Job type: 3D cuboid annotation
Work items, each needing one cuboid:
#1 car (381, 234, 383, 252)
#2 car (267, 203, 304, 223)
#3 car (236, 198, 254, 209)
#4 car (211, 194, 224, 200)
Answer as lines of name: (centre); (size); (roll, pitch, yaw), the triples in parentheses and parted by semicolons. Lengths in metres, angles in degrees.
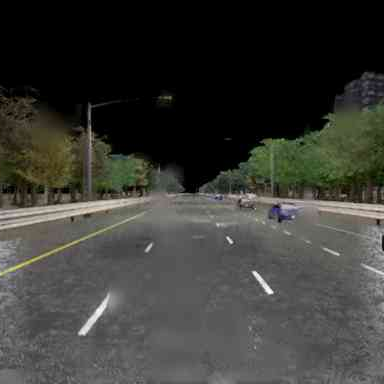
car: (7.002, 1.226, 8.033); (2.150, 2.045, 5.566); (0, 0, 0)
car: (7.031, 1.555, 25.264); (1.812, 1.442, 4.674); (0, 0, 0)
car: (7.101, 1.576, 45.100); (1.812, 1.442, 4.674); (0, 0, 0)
car: (7.329, 1.568, 94.328); (1.882, 1.535, 5.008); (0, 0, 0)
